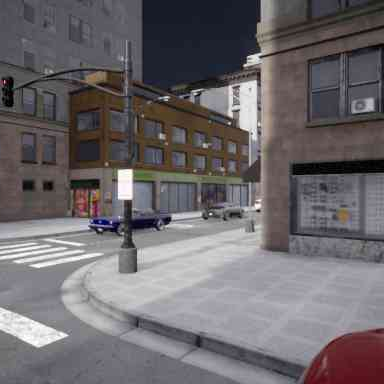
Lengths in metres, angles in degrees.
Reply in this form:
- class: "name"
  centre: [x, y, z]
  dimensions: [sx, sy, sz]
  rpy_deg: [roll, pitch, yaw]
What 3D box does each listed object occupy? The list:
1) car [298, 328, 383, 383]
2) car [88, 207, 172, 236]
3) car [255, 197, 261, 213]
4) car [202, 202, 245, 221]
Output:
- class: "car"
  centre: [2.735, 1.314, 0.874]
  dimensions: [5.009, 1.841, 2.192]
  rpy_deg: [0, 0, 35]
- class: "car"
  centre: [-3.251, 1.539, 18.170]
  dimensions: [1.895, 1.301, 4.718]
  rpy_deg: [0, 0, 35]
- class: "car"
  centre: [8.605, 1.072, 34.972]
  dimensions: [2.150, 2.045, 5.566]
  rpy_deg: [0, 0, 36]
- class: "car"
  centre: [2.520, 1.459, 26.367]
  dimensions: [1.994, 1.385, 4.181]
  rpy_deg: [0, 0, 35]
